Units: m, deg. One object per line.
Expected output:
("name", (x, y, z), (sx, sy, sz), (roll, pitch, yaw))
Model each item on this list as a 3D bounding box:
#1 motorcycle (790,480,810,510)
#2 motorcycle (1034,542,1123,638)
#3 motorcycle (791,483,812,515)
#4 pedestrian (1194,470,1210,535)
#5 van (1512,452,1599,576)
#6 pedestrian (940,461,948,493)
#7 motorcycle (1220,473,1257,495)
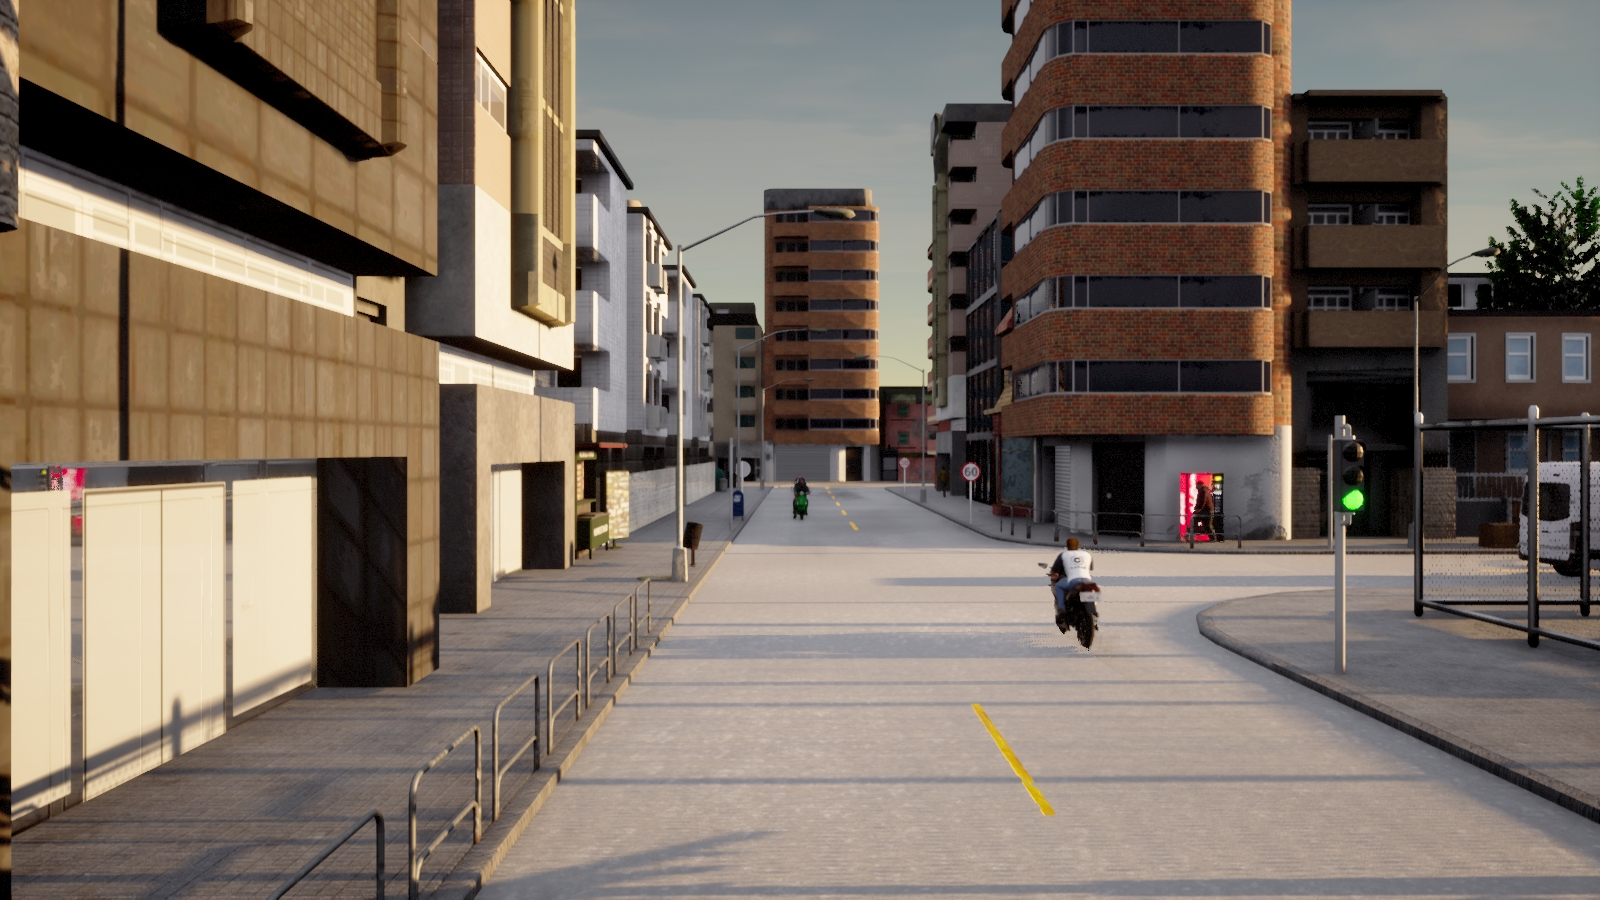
("motorcycle", (0.019, 1.970, 50.389), (0.856, 1.236, 1.805), (0, 0, 0))
("motorcycle", (4.016, 1.996, 16.663), (0.803, 1.145, 2.033), (0, 0, 0))
("motorcycle", (0.063, 1.970, 46.521), (0.856, 1.236, 1.805), (0, 0, 0))
("pedestrian", (11.655, 1.522, 33.128), (0.375, 1.860, 0.375), (0, 0, 10))
("van", (18.898, 1.319, 24.582), (5.915, 2.561, 1.988), (0, 0, 0))
("pedestrian", (8.210, 1.534, 65.164), (0.375, 1.860, 0.375), (0, 0, 3))
("motorcycle", (25.545, 1.973, 66.537), (1.805, 1.236, 0.856), (0, 0, 2))
